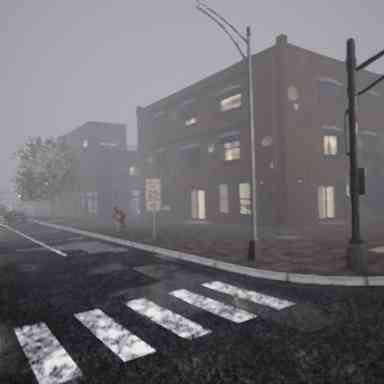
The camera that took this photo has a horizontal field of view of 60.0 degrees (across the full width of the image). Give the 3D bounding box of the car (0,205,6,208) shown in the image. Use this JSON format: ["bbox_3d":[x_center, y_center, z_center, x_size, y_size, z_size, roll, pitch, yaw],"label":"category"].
[{"bbox_3d":[-27.807,2.752,47.831,2.192,1.841,5.009,-3,0,-35],"label":"car"}]

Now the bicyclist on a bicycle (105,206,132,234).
[{"bbox_3d":[-4.323,1.651,19.569,1.656,1.620,0.582,-2,0,-35],"label":"bicyclist on a bicycle"}]

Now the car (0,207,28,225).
[{"bbox_3d":[-17.814,2.516,33.662,2.008,1.369,4.403,-3,0,-35],"label":"car"}]

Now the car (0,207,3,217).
[{"bbox_3d":[-31.076,3.117,52.497,1.752,1.417,4.829,-3,0,-35],"label":"car"}]
